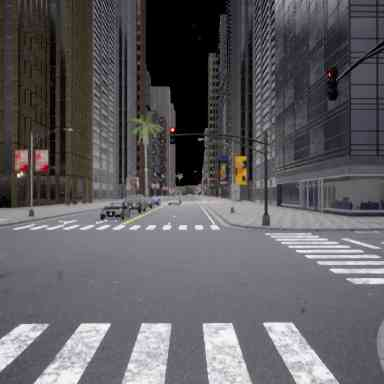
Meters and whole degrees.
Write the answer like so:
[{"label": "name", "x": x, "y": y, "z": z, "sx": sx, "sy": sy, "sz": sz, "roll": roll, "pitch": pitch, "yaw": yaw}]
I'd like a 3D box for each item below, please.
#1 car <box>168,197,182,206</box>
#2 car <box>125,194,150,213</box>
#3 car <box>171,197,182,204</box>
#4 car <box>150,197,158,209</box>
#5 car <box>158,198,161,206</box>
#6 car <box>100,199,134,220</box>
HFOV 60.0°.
[{"label": "car", "x": -3.226, "y": 1.778, "z": 59.806, "sx": 1.895, "sy": 1.301, "sz": 4.718, "roll": 0, "pitch": 0, "yaw": 0}, {"label": "car", "x": -6.647, "y": 1.312, "z": 38.460, "sx": 2.150, "sy": 2.045, "sz": 5.566, "roll": 0, "pitch": 0, "yaw": 0}, {"label": "car", "x": -3.237, "y": 1.785, "z": 69.702, "sx": 1.994, "sy": 1.385, "sz": 4.181, "roll": 0, "pitch": 0, "yaw": 0}, {"label": "car", "x": -6.651, "y": 1.480, "z": 48.388, "sx": 2.097, "sy": 1.767, "sz": 4.553, "roll": 0, "pitch": 0, "yaw": 0}, {"label": "car", "x": -6.620, "y": 1.649, "z": 58.528, "sx": 1.882, "sy": 1.535, "sz": 5.008, "roll": 0, "pitch": 0, "yaw": 0}, {"label": "car", "x": -6.634, "y": 1.626, "z": 29.136, "sx": 1.994, "sy": 1.385, "sz": 4.181, "roll": 0, "pitch": 0, "yaw": 0}]
